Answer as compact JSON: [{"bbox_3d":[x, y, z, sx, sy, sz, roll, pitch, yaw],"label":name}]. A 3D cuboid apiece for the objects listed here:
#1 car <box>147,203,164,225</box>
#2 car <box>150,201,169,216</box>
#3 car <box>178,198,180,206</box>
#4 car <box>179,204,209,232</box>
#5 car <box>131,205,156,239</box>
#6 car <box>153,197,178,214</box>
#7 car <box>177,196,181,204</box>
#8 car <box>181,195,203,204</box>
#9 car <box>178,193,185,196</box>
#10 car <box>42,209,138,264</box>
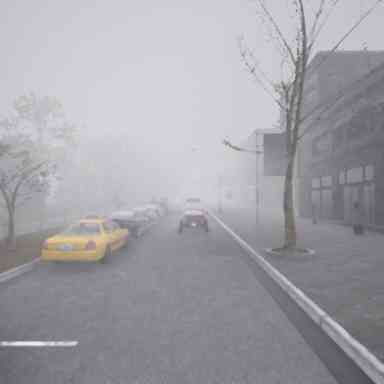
[{"bbox_3d":[-3.643,1.793,24.428,2.231,1.521,4.892,0,-1,2],"label":"car"},{"bbox_3d":[-3.641,1.835,29.970,2.097,1.535,5.008,0,-1,2],"label":"car"},{"bbox_3d":[-3.644,2.097,52.180,2.163,1.488,4.792,-1,0,2],"label":"car"},{"bbox_3d":[0.108,1.774,21.954,1.812,1.442,4.674,0,0,0],"label":"car"},{"bbox_3d":[-3.645,1.729,18.873,2.097,1.535,5.008,0,0,2],"label":"car"},{"bbox_3d":[-3.637,1.864,46.577,2.185,1.767,4.553,0,0,2],"label":"car"},{"bbox_3d":[-3.623,2.130,63.427,1.946,1.575,5.366,0,0,2],"label":"car"},{"bbox_3d":[0.112,1.659,40.040,2.150,2.045,5.566,0,-1,0],"label":"car"},{"bbox_3d":[-3.600,1.949,82.823,2.185,1.767,4.553,2,1,2],"label":"car"},{"bbox_3d":[-3.639,1.641,12.492,1.946,1.575,5.366,0,-1,2],"label":"car"}]
